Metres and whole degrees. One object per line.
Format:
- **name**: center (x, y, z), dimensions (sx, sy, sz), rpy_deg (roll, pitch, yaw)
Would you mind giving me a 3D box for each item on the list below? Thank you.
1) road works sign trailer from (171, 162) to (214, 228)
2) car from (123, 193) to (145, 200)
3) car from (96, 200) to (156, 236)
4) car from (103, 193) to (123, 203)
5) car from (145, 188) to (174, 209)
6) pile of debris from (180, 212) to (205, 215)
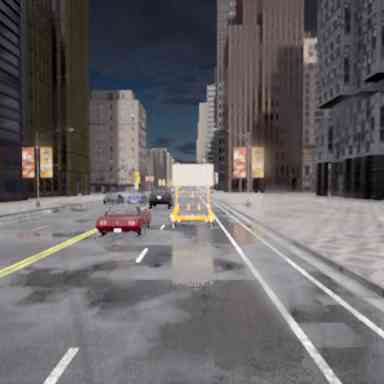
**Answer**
- **road works sign trailer**: center (0.041, 0.107, 18.890), dimensions (2.380, 3.560, 2.880), rpy_deg (0, 1, 1)
- **car**: center (-6.519, 0.807, 39.736), dimensions (1.812, 1.442, 4.674), rpy_deg (0, 1, 0)
- **car**: center (-3.124, 1.292, 16.235), dimensions (1.895, 1.301, 4.718), rpy_deg (0, 1, 0)
- **car**: center (-9.768, 0.814, 41.688), dimensions (1.994, 1.385, 4.181), rpy_deg (0, 1, 0)
- **car**: center (-3.092, 0.595, 34.182), dimensions (2.150, 2.045, 5.566), rpy_deg (0, 1, 0)
- **pile of debris**: center (0.043, 1.683, 25.890), dimensions (1.860, 0.140, 1.500), rpy_deg (0, 1, 0)
